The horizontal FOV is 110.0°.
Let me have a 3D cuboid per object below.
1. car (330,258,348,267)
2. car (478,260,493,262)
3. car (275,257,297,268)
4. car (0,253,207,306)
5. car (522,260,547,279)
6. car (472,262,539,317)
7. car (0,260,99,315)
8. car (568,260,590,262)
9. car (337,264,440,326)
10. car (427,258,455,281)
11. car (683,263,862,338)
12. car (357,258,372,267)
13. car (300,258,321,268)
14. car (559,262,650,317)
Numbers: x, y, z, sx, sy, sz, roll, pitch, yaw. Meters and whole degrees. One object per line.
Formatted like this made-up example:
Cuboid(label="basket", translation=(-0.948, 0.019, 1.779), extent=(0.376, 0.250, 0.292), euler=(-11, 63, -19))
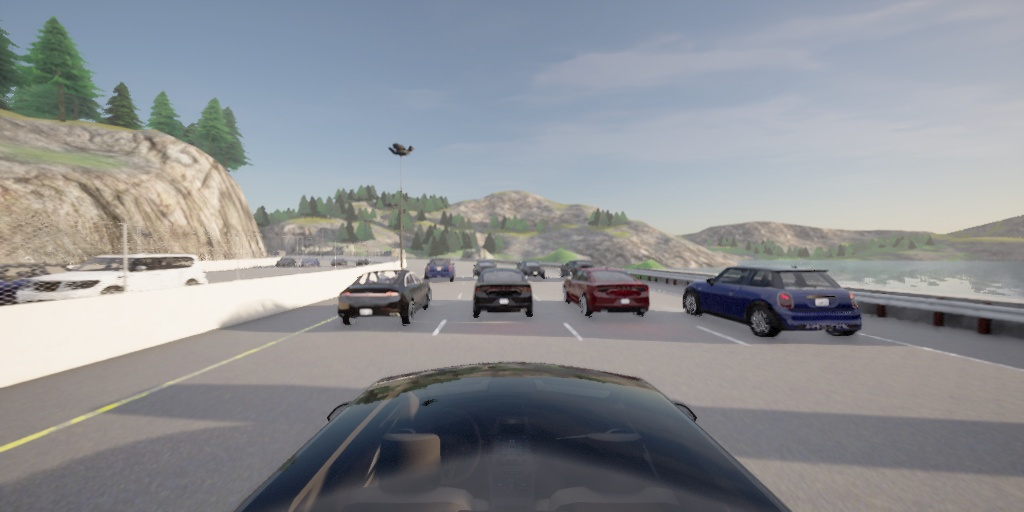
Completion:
Cuboid(label="car", translation=(-26.427, 0.946, 55.031), extent=(2.033, 1.411, 5.357), euler=(0, 0, -17))
Cuboid(label="car", translation=(-2.123, 1.075, 28.775), extent=(1.812, 1.442, 4.674), euler=(0, 0, -8))
Cuboid(label="car", translation=(-33.007, 0.937, 52.534), extent=(1.837, 1.490, 4.892), euler=(0, 1, -18))
Cuboid(label="car", translation=(-14.644, 0.911, 13.750), extent=(2.150, 2.045, 5.566), euler=(0, 0, -4))
Cuboid(label="car", translation=(1.406, 1.067, 28.827), extent=(1.812, 1.442, 4.674), euler=(0, 0, -8))
Cuboid(label="car", translation=(-0.384, 1.143, 12.894), extent=(1.882, 1.535, 5.008), euler=(0, 1, -3))
Cuboid(label="car", translation=(-18.094, 1.055, 12.587), extent=(2.097, 1.767, 4.553), euler=(0, 1, -5))
Cuboid(label="car", translation=(5.086, 1.045, 27.946), extent=(1.837, 1.490, 4.892), euler=(0, 0, -8))
Cuboid(label="car", translation=(-3.803, 1.175, 11.422), extent=(2.128, 1.511, 4.902), euler=(0, 0, -3))
Cuboid(label="car", translation=(-5.446, 0.918, 27.418), extent=(2.097, 1.767, 4.553), euler=(0, 0, -8))
Cuboid(label="car", translation=(6.774, 1.025, 10.056), extent=(2.097, 1.767, 4.553), euler=(0, 0, -2))
Cuboid(label="car", translation=(-23.180, 0.983, 56.307), extent=(1.895, 1.301, 4.718), euler=(0, 0, -18))
Cuboid(label="car", translation=(-29.187, 0.953, 52.056), extent=(1.812, 1.442, 4.674), euler=(0, 1, -17))
Cuboid(label="car", translation=(3.123, 1.137, 12.825), extent=(1.882, 1.535, 5.008), euler=(0, 0, -3))
